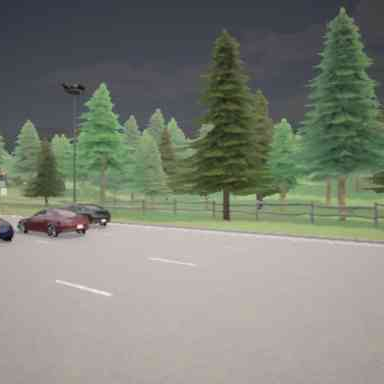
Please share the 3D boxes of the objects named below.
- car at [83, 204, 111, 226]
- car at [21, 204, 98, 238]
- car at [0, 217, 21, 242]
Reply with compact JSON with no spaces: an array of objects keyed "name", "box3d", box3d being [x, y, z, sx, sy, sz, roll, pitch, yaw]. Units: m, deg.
[{"name":"car","box3d":[-7.504,1.546,22.236,4.892,1.490,1.837,0,0,35]},{"name":"car","box3d":[-7.445,1.561,17.878,4.674,1.442,1.812,0,0,35]},{"name":"car","box3d":[-10.167,1.601,15.537,4.181,1.385,1.994,0,0,35]}]
